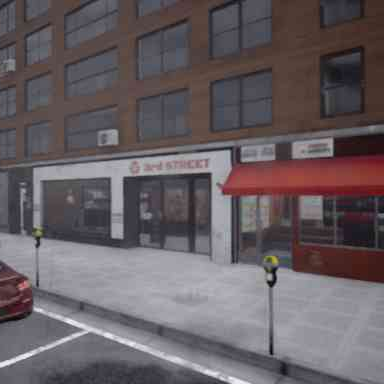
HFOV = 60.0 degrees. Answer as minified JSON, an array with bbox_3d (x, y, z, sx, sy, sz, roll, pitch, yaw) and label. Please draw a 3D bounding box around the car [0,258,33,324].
[{"bbox_3d":[-4.523,1.629,6.030,4.206,1.307,1.802,0,0,35],"label":"car"}]
